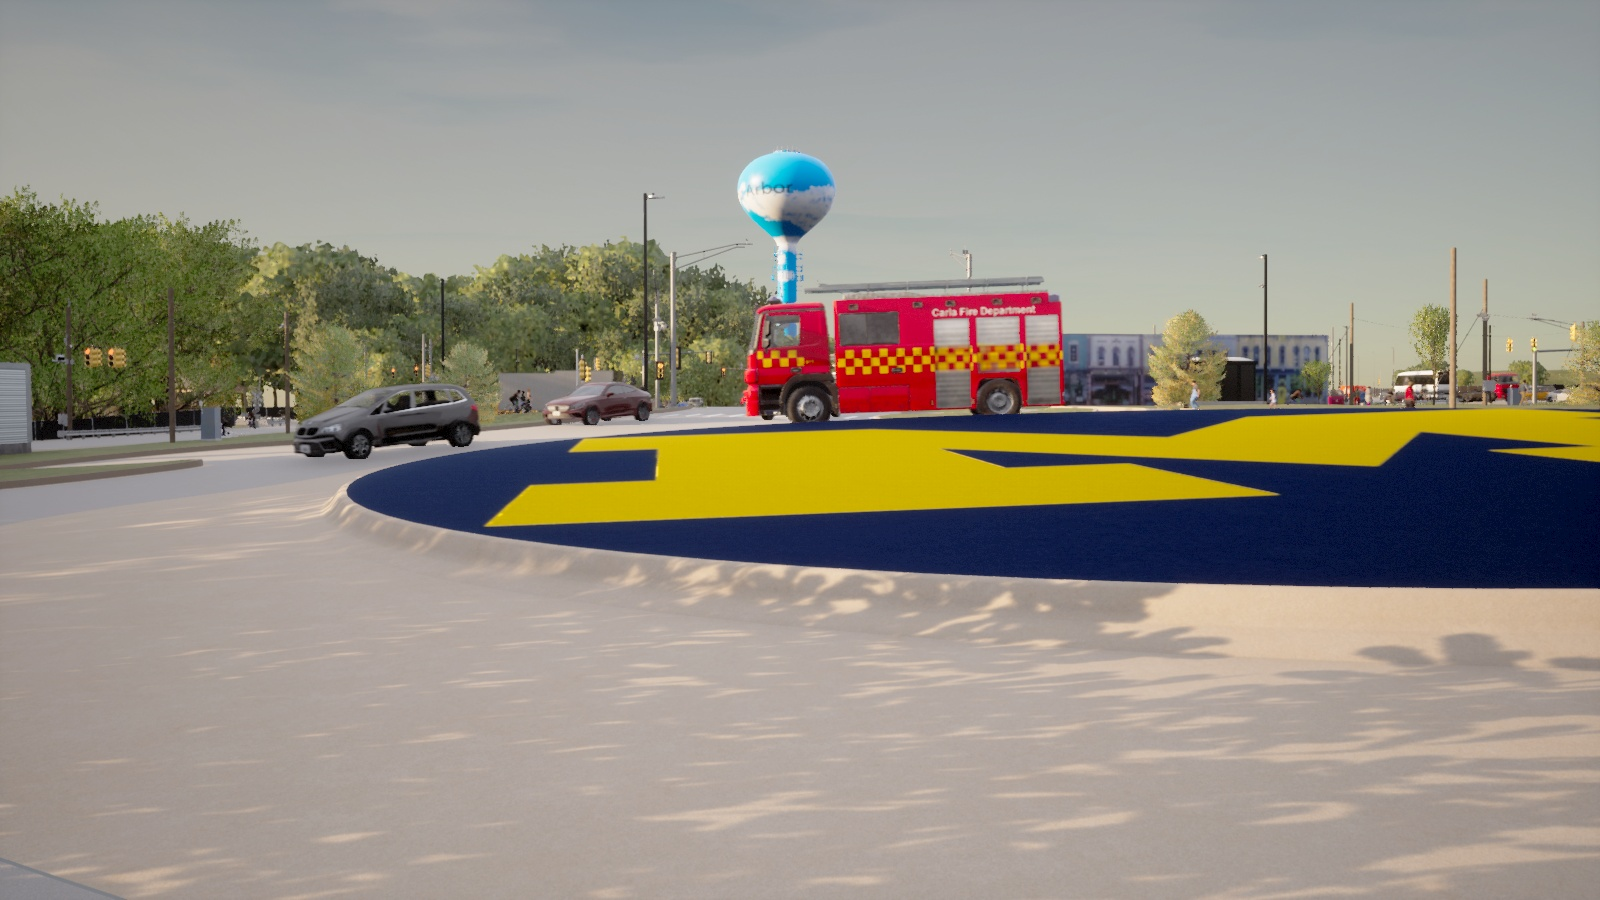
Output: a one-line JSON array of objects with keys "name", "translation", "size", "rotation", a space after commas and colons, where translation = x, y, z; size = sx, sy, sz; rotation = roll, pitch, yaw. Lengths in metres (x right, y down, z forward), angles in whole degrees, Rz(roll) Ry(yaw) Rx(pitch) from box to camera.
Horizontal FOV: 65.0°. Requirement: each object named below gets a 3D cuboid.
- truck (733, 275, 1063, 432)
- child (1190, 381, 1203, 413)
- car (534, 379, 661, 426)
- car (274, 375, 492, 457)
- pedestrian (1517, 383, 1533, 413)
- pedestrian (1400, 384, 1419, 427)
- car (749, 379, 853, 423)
[{"name": "truck", "translation": [2.589, -2.542, 34.124], "size": [8.468, 3.827, 2.891], "rotation": [-1, 1, 2]}, {"name": "child", "translation": [15.757, -2.119, 49.902], "size": [0.437, 1.263, 0.270], "rotation": [0, 1, -14]}, {"name": "car", "translation": [-7.003, -1.696, 43.947], "size": [1.812, 1.442, 4.674], "rotation": [1, 5, 30]}, {"name": "car", "translation": [-10.360, -0.901, 31.526], "size": [2.242, 1.667, 4.611], "rotation": [1, 6, 38]}, {"name": "pedestrian", "translation": [47.605, -3.386, 82.451], "size": [0.788, 1.949, 0.423], "rotation": [0, 1, -14]}, {"name": "pedestrian", "translation": [26.214, -1.913, 53.995], "size": [0.636, 1.846, 0.331], "rotation": [0, 1, -11]}, {"name": "car", "translation": [0.125, -1.841, 45.911], "size": [2.033, 1.411, 5.357], "rotation": [2, 5, 21]}]
